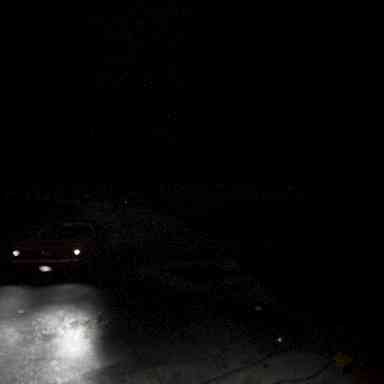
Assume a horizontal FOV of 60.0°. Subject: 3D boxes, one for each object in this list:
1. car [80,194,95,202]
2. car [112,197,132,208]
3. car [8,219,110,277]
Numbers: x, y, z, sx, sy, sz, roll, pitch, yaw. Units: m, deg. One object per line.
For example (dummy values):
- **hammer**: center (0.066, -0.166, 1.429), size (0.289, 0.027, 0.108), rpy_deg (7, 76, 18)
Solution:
- **car**: center (-19.989, 1.128, 63.666), size (1.812, 1.442, 4.674), rpy_deg (-1, 1, -34)
- **car**: center (-9.358, 1.337, 44.300), size (2.033, 1.411, 5.357), rpy_deg (0, 1, -23)
- **car**: center (-3.797, 1.562, 10.316), size (1.895, 1.301, 4.718), rpy_deg (0, 0, -6)
